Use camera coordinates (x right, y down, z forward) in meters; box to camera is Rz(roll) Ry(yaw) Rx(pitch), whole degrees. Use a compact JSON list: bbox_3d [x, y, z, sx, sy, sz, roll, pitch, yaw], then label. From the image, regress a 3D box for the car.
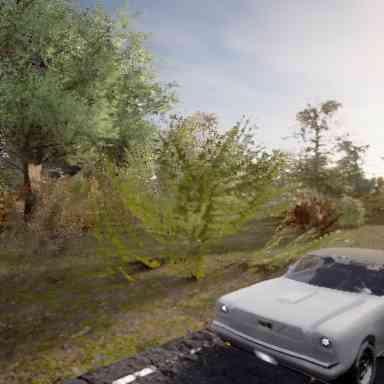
[{"bbox_3d":[2.524,1.672,5.445,4.718,1.301,1.895,0,-1,-42],"label":"car"}]
